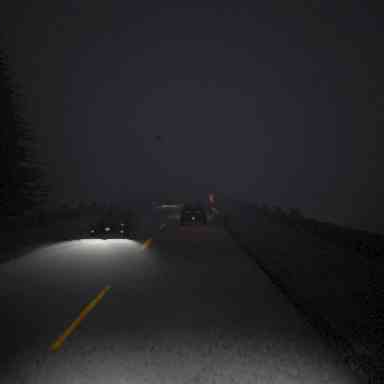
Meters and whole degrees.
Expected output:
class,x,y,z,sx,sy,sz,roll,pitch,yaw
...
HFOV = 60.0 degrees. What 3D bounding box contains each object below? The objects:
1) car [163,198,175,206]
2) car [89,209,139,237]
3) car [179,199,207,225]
class,x,y,z,sx,sy,sz,roll,pitch,yaw
car,-4.022,1.699,59.823,1.994,1.385,4.181,0,0,1
car,-4.090,1.606,18.052,1.994,1.385,4.181,0,0,0
car,0.101,1.549,24.631,2.128,1.511,4.902,0,0,0
